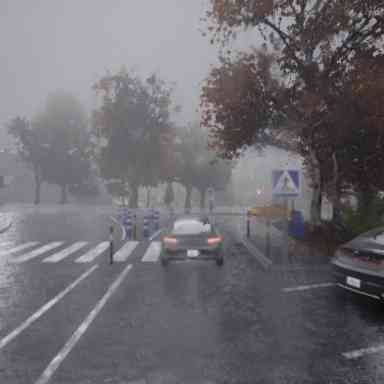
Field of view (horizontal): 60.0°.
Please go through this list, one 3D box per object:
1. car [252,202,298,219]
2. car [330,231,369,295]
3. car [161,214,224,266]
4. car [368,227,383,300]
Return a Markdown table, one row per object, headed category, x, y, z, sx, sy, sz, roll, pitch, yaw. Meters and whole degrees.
| category | x | y | z | sx | sy | sz | roll | pitch | yaw |
| --- | --- | --- | --- | --- | --- | --- | --- | --- | --- |
| car | 7.877 | 1.728 | 31.211 | 5.008 | 1.535 | 1.882 | 2 | -1 | -35 |
| car | 5.288 | 1.444 | 7.105 | 4.892 | 1.521 | 2.231 | 1 | 0 | -21 |
| car | -0.010 | 1.451 | 11.167 | 1.812 | 1.442 | 4.674 | 0 | 0 | -1 |
| car | 5.347 | 1.212 | 4.144 | 5.566 | 2.045 | 2.435 | 1 | 0 | -21 |
